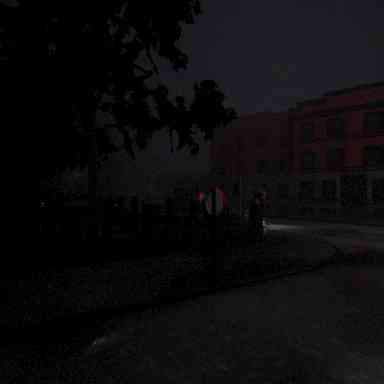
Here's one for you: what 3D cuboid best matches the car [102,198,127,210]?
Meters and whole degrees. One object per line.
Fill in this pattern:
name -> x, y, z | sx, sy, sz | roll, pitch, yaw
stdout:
car -> -9.775, 1.505, 41.820 | 1.837, 1.490, 4.892 | 0, 0, -35

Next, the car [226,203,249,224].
car -> 2.989, 1.525, 23.888 | 1.812, 1.442, 4.674 | 0, 0, -35

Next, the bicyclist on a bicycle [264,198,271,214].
bicyclist on a bicycle -> 7.151, 1.348, 32.517 | 1.656, 1.620, 0.582 | 0, 0, -35
